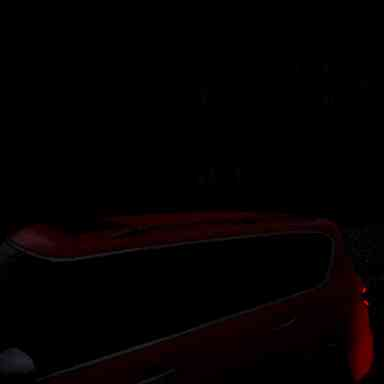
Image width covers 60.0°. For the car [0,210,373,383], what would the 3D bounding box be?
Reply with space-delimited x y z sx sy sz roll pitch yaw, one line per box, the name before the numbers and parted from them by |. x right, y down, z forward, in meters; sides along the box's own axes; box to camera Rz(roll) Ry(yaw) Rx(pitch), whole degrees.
car | -0.720 1.229 2.742 5.566 2.045 2.150 1 0 -36
